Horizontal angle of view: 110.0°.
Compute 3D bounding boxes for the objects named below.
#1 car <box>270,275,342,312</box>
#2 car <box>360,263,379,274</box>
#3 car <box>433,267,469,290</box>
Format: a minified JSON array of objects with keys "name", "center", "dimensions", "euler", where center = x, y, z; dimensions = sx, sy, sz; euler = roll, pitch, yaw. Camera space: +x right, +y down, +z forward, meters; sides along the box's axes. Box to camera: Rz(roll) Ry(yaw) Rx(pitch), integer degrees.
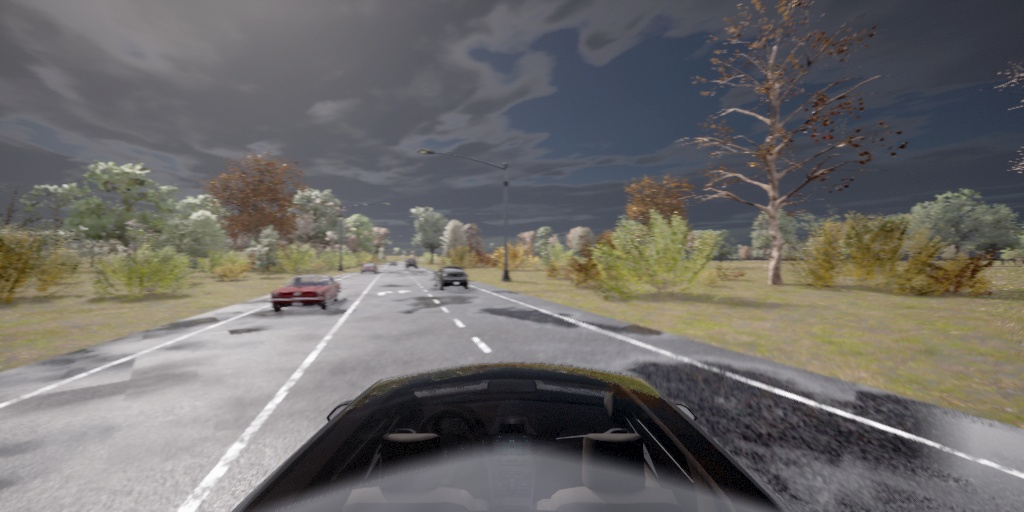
[{"name":"car","center":[-8.528,1.478,15.184],"dimensions":[1.895,1.301,4.718],"euler":[0,0,-18]},{"name":"car","center":[-19.010,1.673,47.913],"dimensions":[1.812,1.442,4.674],"euler":[0,0,-14]},{"name":"car","center":[-4.178,1.449,24.292],"dimensions":[1.837,1.490,4.892],"euler":[0,0,-18]}]
